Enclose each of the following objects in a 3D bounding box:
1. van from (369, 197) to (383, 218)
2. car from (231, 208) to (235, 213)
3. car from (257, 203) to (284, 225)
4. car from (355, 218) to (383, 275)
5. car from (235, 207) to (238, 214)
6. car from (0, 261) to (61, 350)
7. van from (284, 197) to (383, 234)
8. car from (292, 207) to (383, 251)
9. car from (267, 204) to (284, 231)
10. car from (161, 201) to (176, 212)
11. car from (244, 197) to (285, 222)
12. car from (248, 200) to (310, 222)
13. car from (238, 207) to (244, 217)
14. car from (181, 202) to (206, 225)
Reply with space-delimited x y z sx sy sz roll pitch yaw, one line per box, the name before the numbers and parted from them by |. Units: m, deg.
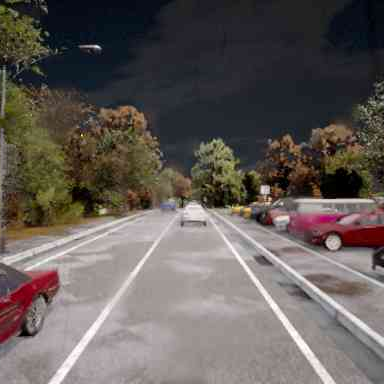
van | 20.307 1.503 33.093 4.442 1.987 1.878 0 -1 0
car | 6.929 1.775 35.980 5.366 1.575 1.946 0 -1 0
car | 7.124 1.644 22.114 4.792 1.488 2.163 0 0 0
car | 7.046 1.529 8.236 4.792 1.488 2.163 0 0 0
car | 7.116 1.733 33.211 4.892 1.521 2.231 0 -1 0
car | -3.348 1.610 3.904 1.895 1.301 4.718 0 0 0
van | 7.204 1.342 16.565 4.442 1.987 1.878 0 0 0
car | 7.089 1.545 13.787 5.008 1.535 2.097 0 0 0
car | 7.094 1.631 19.339 4.674 1.452 2.002 0 0 0
car | -3.292 2.059 46.953 1.882 1.535 5.008 0 -2 0
car | 7.070 1.386 24.893 5.566 2.045 2.435 0 0 0
car | 7.134 1.537 27.664 4.553 1.767 2.185 0 0 0
car | 7.113 1.693 30.439 5.008 1.535 2.097 0 -1 0
car | 0.119 1.690 25.282 1.812 1.442 4.674 0 -1 0
